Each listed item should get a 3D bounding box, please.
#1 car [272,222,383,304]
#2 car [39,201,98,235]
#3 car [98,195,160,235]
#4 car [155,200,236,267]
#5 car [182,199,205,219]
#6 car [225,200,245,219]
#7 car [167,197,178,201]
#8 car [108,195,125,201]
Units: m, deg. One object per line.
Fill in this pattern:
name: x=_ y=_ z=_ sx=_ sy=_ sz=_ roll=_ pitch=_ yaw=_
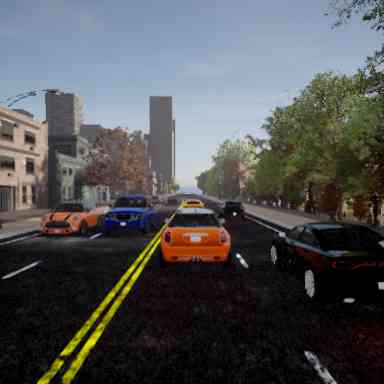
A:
car: x=3.353 y=1.465 z=8.235 sx=1.882 sy=1.535 sz=5.008 roll=0 pitch=0 yaw=0
car: x=-6.594 y=1.323 z=18.500 sx=2.097 sy=1.767 sz=4.553 roll=0 pitch=0 yaw=0
car: x=-3.344 y=1.192 z=18.925 sx=2.150 sy=2.045 sz=5.566 roll=0 pitch=0 yaw=0
car: x=0.104 y=1.335 z=11.462 sx=2.097 sy=1.767 sz=4.553 roll=0 pitch=0 yaw=0
car: x=0.109 y=1.432 z=30.080 sx=1.882 sy=1.535 sz=5.008 roll=0 pitch=0 yaw=0
car: x=3.358 y=1.461 z=28.555 sx=1.837 sy=1.490 sz=4.892 roll=0 pitch=0 yaw=0
car: x=-3.481 y=1.510 z=60.604 sx=1.895 sy=1.301 sz=4.718 roll=0 pitch=0 yaw=0
car: x=-20.667 y=1.684 z=91.469 sx=4.313 sy=1.339 sz=1.947 roll=-1 pitch=1 yaw=-1
